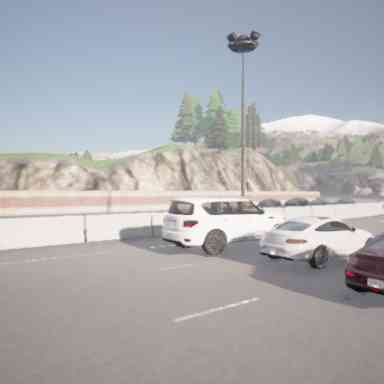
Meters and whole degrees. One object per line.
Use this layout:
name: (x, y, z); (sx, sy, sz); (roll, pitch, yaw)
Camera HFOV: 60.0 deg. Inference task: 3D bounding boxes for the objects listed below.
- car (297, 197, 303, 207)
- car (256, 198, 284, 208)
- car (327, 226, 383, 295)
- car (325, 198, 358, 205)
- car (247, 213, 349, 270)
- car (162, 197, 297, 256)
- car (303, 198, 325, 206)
car: (15.062, 1.490, 47.508); (1.882, 1.535, 5.008); (0, 0, 45)
car: (11.508, 1.576, 48.907); (4.181, 1.385, 1.994); (0, 0, -45)
car: (5.291, 1.528, 7.523); (4.674, 1.442, 1.812); (0, 0, -35)
car: (19.063, 1.559, 41.585); (5.357, 1.411, 2.033); (0, 0, -45)
car: (4.243, 1.529, 11.075); (4.674, 1.442, 1.812); (0, 0, -35)
car: (1.461, 1.226, 13.388); (5.566, 2.045, 2.150); (0, 0, -36)
car: (17.270, 1.538, 44.773); (1.812, 1.442, 4.674); (0, 0, 45)
